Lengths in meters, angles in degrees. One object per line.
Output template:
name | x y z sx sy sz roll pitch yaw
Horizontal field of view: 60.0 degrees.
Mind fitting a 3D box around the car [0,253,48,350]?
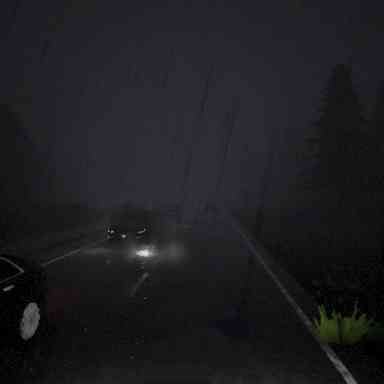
car | -3.419 1.530 3.678 1.837 1.490 4.892 0 0 4

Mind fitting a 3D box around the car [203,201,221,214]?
car | 2.326 1.762 38.441 1.812 1.442 4.674 0 0 4

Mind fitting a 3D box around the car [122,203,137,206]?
car | -4.948 1.615 26.661 1.816 1.474 4.193 6 0 1

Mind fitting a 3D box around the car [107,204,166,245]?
car | -2.696 1.601 16.362 1.837 1.490 4.892 0 0 4

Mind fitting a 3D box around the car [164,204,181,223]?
car | -1.928 1.692 27.365 1.812 1.442 4.674 0 0 3

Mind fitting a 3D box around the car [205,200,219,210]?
car | 2.912 1.898 48.433 1.895 1.301 4.718 0 0 4
